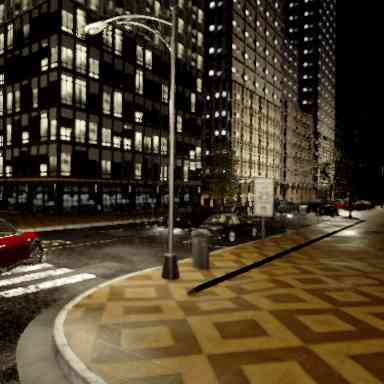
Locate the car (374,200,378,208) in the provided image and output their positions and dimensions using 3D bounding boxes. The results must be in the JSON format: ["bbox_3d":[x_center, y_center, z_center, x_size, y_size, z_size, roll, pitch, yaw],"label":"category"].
[{"bbox_3d":[34.038,2.420,64.130,1.947,1.339,4.313,0,0,35],"label":"car"}]

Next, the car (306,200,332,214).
[{"bbox_3d":[16.227,2.036,43.064,1.837,1.490,4.892,1,0,36],"label":"car"}]

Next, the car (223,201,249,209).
[{"bbox_3d":[4.658,1.748,36.452,1.967,1.590,4.097,0,0,35],"label":"car"}]

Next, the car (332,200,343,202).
[{"bbox_3d":[24.202,2.027,54.549,2.097,1.767,4.553,1,0,35],"label":"car"}]

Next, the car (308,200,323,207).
[{"bbox_3d":[23.938,2.235,64.269,1.802,1.307,4.206,1,0,35],"label":"car"}]

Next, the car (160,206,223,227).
[{"bbox_3d":[-0.058,1.775,25.088,2.033,1.411,5.357,1,0,35],"label":"car"}]

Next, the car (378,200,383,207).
[{"bbox_3d":[40.467,2.534,73.405,1.947,1.339,4.313,0,0,35],"label":"car"}]

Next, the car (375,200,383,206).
[{"bbox_3d":[46.896,2.625,82.680,1.887,1.381,4.507,1,0,35],"label":"car"}]

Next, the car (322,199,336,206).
[{"bbox_3d":[30.365,2.333,73.541,1.947,1.339,4.313,1,0,35],"label":"car"}]

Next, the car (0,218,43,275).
[{"bbox_3d":[-6.053,1.481,9.399,2.097,1.767,4.553,2,0,-2],"label":"car"}]

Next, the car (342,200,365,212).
[{"bbox_3d":[24.395,2.248,50.218,1.947,1.339,4.313,0,0,35],"label":"car"}]

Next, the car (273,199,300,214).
[{"bbox_3d":[12.611,1.983,43.270,1.812,1.442,4.674,1,0,35],"label":"car"}]

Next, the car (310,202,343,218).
[{"bbox_3d":[14.752,2.075,36.307,1.947,1.339,4.313,0,0,35],"label":"car"}]

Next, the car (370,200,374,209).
[{"bbox_3d":[30.825,2.237,59.494,1.967,1.590,4.097,0,0,35],"label":"car"}]

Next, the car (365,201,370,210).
[{"bbox_3d":[27.609,2.321,54.856,1.802,1.307,4.206,0,0,35],"label":"car"}]

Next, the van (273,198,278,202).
[{"bbox_3d":[11.086,1.765,45.725,1.690,1.788,3.998,1,0,35],"label":"van"}]

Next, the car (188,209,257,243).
[{"bbox_3d":[2.002,1.828,17.686,2.008,1.369,4.403,0,0,35],"label":"car"}]
